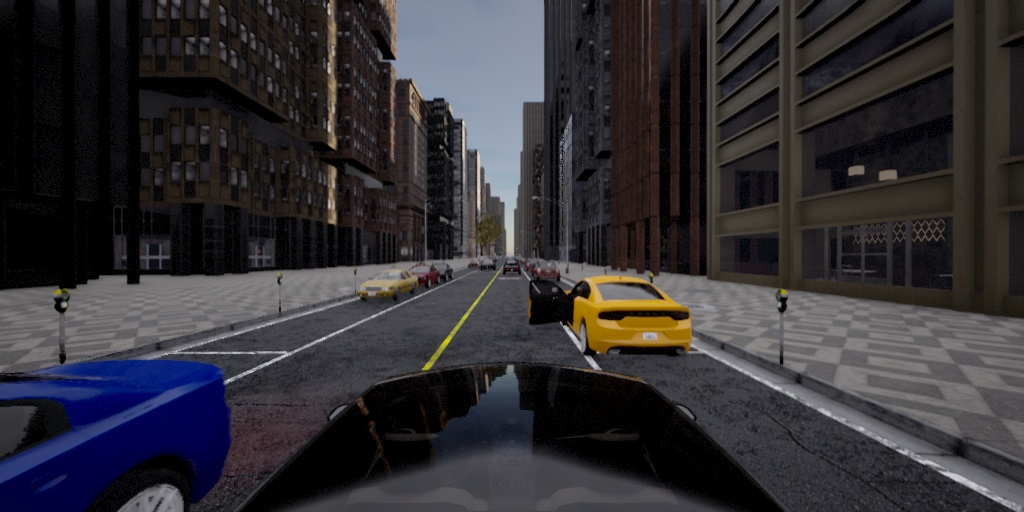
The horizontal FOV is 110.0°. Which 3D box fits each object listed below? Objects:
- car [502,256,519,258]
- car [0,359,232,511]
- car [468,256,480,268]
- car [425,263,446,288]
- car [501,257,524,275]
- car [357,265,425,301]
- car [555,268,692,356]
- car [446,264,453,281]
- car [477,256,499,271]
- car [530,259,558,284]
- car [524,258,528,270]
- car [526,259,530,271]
[{"bbox_3d":[-0.041,1.171,48.689,1.837,1.490,4.892,0,0,0],"label":"car"},{"bbox_3d":[-3.096,1.230,0.650,1.882,1.535,5.008,0,0,0],"label":"car"},{"bbox_3d":[-5.866,1.093,57.136,1.967,1.591,4.097,0,0,0],"label":"car"},{"bbox_3d":[-5.802,1.252,23.072,1.888,1.381,4.507,0,0,0],"label":"car"},{"bbox_3d":[0.007,1.185,38.595,1.837,1.490,4.892,0,0,0],"label":"car"},{"bbox_3d":[-5.791,1.243,17.225,1.751,1.417,4.829,0,0,0],"label":"car"},{"bbox_3d":[2.349,1.213,8.588,1.882,1.535,5.008,0,0,0],"label":"car"},{"bbox_3d":[-5.813,1.263,28.750,1.948,1.339,4.313,0,0,0],"label":"car"},{"bbox_3d":[-3.087,1.149,47.283,1.882,1.535,5.008,0,0,0],"label":"car"},{"bbox_3d":[2.713,1.137,28.770,1.967,1.591,4.097,0,0,0],"label":"car"},{"bbox_3d":[2.680,1.110,45.803,1.967,1.591,4.097,0,0,0],"label":"car"},{"bbox_3d":[2.702,1.254,34.449,1.948,1.339,4.313,0,0,0],"label":"car"}]
